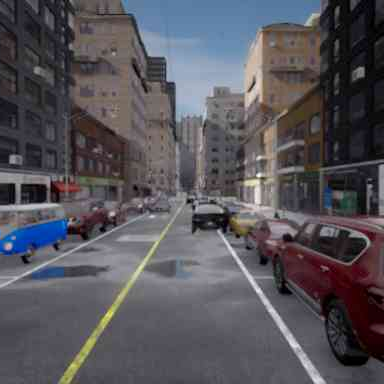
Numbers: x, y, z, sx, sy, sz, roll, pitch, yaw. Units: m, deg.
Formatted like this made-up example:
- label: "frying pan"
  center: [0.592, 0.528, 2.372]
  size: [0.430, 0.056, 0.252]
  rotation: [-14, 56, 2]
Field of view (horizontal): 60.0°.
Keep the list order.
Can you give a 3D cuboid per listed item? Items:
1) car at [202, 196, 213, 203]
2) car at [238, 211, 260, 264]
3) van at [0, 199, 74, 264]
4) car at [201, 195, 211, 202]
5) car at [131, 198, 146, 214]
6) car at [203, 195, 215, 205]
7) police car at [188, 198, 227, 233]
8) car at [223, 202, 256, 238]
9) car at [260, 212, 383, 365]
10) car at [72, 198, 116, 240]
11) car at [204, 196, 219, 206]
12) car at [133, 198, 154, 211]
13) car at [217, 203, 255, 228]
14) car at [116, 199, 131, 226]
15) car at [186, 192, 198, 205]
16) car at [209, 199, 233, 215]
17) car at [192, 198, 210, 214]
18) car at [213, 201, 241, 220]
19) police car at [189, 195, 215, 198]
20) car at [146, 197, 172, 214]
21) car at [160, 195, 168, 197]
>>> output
- label: "car"
  center: [2.856, 1.361, 61.606]
  size: [1.947, 1.339, 4.313]
  rotation: [-1, 0, 0]
- label: "car"
  center: [2.854, 1.548, 11.333]
  size: [1.802, 1.307, 4.206]
  rotation: [-1, 0, 0]
- label: "van"
  center: [-5.681, 1.307, 11.331]
  size: [1.690, 1.788, 3.998]
  rotation: [-1, 0, 0]
- label: "car"
  center: [2.856, 1.355, 67.191]
  size: [1.802, 1.307, 4.206]
  rotation: [-1, 0, 0]
- label: "car"
  center: [-5.684, 1.335, 33.674]
  size: [1.967, 1.590, 4.097]
  rotation: [-1, 0, 0]
- label: "car"
  center: [2.855, 1.341, 56.189]
  size: [1.752, 1.417, 4.829]
  rotation: [-1, 0, 0]
- label: "police car"
  center: [0.896, 1.367, 19.255]
  size: [1.930, 1.638, 5.238]
  rotation: [0, 0, 0]
- label: "car"
  center: [2.853, 1.474, 17.089]
  size: [1.752, 1.417, 4.829]
  rotation: [-1, 0, 0]
- label: "car"
  center: [2.851, 1.298, 5.746]
  size: [2.192, 1.841, 5.009]
  rotation: [-1, 0, 0]
- label: "car"
  center: [-5.683, 1.264, 16.917]
  size: [2.192, 1.841, 5.009]
  rotation: [-1, 0, 0]
- label: "car"
  center: [2.855, 1.388, 50.434]
  size: [2.008, 1.369, 4.403]
  rotation: [-1, 0, 0]
- label: "car"
  center: [-5.684, 1.458, 39.260]
  size: [1.802, 1.307, 4.206]
  rotation: [-1, 0, 0]
- label: "car"
  center: [2.854, 1.497, 22.505]
  size: [1.947, 1.339, 4.313]
  rotation: [-1, 0, 0]
- label: "car"
  center: [-5.682, 1.371, 22.503]
  size: [1.967, 1.590, 4.097]
  rotation: [-1, 0, 0]
- label: "car"
  center: [-0.011, 1.296, 55.419]
  size: [1.882, 1.535, 5.008]
  rotation: [0, 0, 0]
- label: "car"
  center: [2.855, 1.446, 33.676]
  size: [2.008, 1.369, 4.403]
  rotation: [-1, 0, 0]
- label: "car"
  center: [0.893, 1.417, 35.146]
  size: [1.812, 1.442, 4.674]
  rotation: [0, 0, 0]
- label: "car"
  center: [2.854, 1.479, 28.090]
  size: [1.947, 1.339, 4.313]
  rotation: [-1, 0, 0]
- label: "police car"
  center: [0.894, 1.335, 29.256]
  size: [1.930, 1.638, 5.238]
  rotation: [0, 0, 0]
- label: "car"
  center: [-3.100, 1.461, 33.178]
  size: [1.994, 1.385, 4.181]
  rotation: [0, 0, 0]
- label: "car"
  center: [-5.689, 1.317, 67.188]
  size: [1.887, 1.381, 4.507]
  rotation: [-1, 0, 0]
